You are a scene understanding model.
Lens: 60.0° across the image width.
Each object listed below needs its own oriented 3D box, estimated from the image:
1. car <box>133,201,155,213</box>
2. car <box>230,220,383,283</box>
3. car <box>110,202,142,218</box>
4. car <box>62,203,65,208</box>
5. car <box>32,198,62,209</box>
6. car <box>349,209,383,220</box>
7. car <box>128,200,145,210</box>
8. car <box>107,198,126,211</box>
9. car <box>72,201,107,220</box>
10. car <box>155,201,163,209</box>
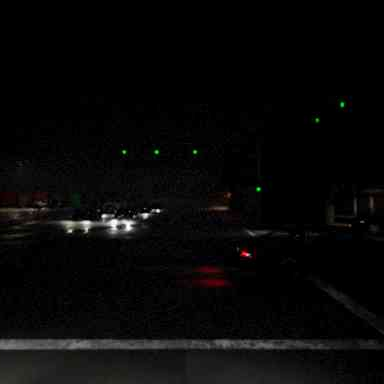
[{"bbox_3d":[-6.742,2.126,46.342,1.837,1.490,4.892,0,-1,2],"label":"car"},{"bbox_3d":[3.819,1.687,9.586,5.357,1.411,2.033,0,-1,-3],"label":"car"},{"bbox_3d":[-7.039,2.084,35.983,1.895,1.301,4.718,0,-1,0],"label":"car"},{"bbox_3d":[-24.676,2.192,58.933,3.806,1.475,1.970,0,-1,0],"label":"car"},{"bbox_3d":[-24.701,1.914,56.041,3.866,1.878,1.905,0,-1,0],"label":"car"},{"bbox_3d":[12.048,1.757,20.199,4.902,1.511,2.128,0,-1,0],"label":"car"},{"bbox_3d":[-9.785,2.268,58.957,1.882,1.535,5.008,0,-1,2],"label":"car"},{"bbox_3d":[-10.293,1.827,44.900,2.150,2.045,5.566,0,-1,2],"label":"car"},{"bbox_3d":[-10.578,1.935,33.903,1.882,1.535,5.008,0,-1,1],"label":"car"},{"bbox_3d":[-6.294,2.348,58.651,1.994,1.385,4.181,0,-1,2],"label":"car"}]
